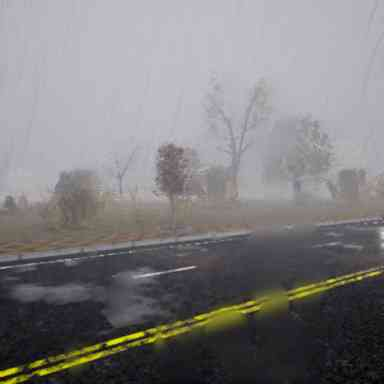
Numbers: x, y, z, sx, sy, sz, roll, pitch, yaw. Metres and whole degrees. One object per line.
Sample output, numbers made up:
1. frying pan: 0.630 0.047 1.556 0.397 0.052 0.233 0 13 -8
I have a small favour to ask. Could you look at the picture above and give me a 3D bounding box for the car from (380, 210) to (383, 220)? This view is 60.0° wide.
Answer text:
1. car: 13.689 1.288 20.414 4.718 1.301 1.895 -1 1 -31
